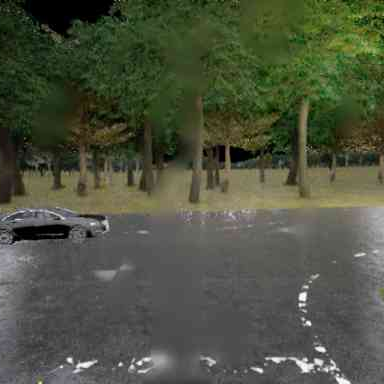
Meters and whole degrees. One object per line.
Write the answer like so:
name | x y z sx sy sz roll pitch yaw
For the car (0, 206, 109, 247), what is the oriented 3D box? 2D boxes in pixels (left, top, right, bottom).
car | -6.052 1.354 14.017 4.902 1.511 2.128 -3 3 -1
